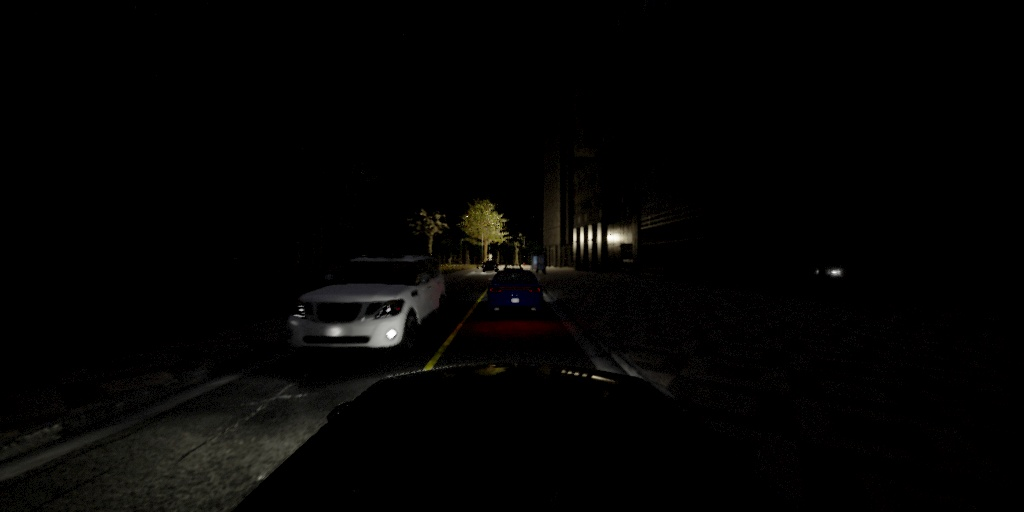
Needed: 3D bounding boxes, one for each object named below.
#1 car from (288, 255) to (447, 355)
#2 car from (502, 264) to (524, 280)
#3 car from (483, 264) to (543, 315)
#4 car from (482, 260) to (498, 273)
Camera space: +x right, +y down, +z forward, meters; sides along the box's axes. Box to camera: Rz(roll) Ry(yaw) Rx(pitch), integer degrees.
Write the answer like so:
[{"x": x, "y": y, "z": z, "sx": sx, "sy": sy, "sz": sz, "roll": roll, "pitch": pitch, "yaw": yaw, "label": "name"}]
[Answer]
[{"x": -3.098, "y": 0.982, "z": 9.051, "sx": 2.150, "sy": 2.045, "sz": 5.566, "roll": 0, "pitch": 0, "yaw": 0, "label": "car"}, {"x": 0.108, "y": 1.460, "z": 32.979, "sx": 1.895, "sy": 1.301, "sz": 4.718, "roll": 0, "pitch": -1, "yaw": 0, "label": "car"}, {"x": 0.103, "y": 1.244, "z": 13.742, "sx": 1.882, "sy": 1.535, "sz": 5.008, "roll": 0, "pitch": 0, "yaw": 0, "label": "car"}, {"x": -3.065, "y": 1.403, "z": 50.771, "sx": 2.097, "sy": 1.767, "sz": 4.553, "roll": 0, "pitch": -1, "yaw": 0, "label": "car"}]
